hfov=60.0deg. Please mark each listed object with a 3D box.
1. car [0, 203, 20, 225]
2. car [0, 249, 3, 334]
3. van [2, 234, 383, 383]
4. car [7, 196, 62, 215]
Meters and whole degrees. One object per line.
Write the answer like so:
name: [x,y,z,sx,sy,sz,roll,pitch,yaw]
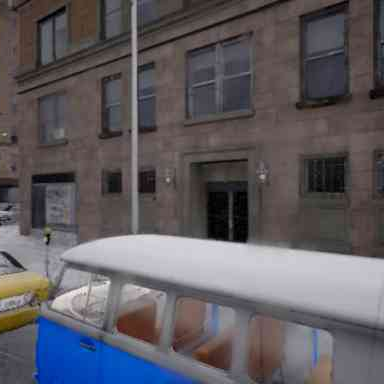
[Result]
car: [-11.773,1.509,22.777,1.895,1.301,4.718,0,-1,37]
car: [-4.363,1.485,5.970,4.829,1.417,1.752,0,0,36]
van: [0.396,1.335,2.577,3.998,1.788,1.690,0,0,36]
car: [-15.877,1.344,33.723,2.097,1.767,4.553,0,-1,36]
